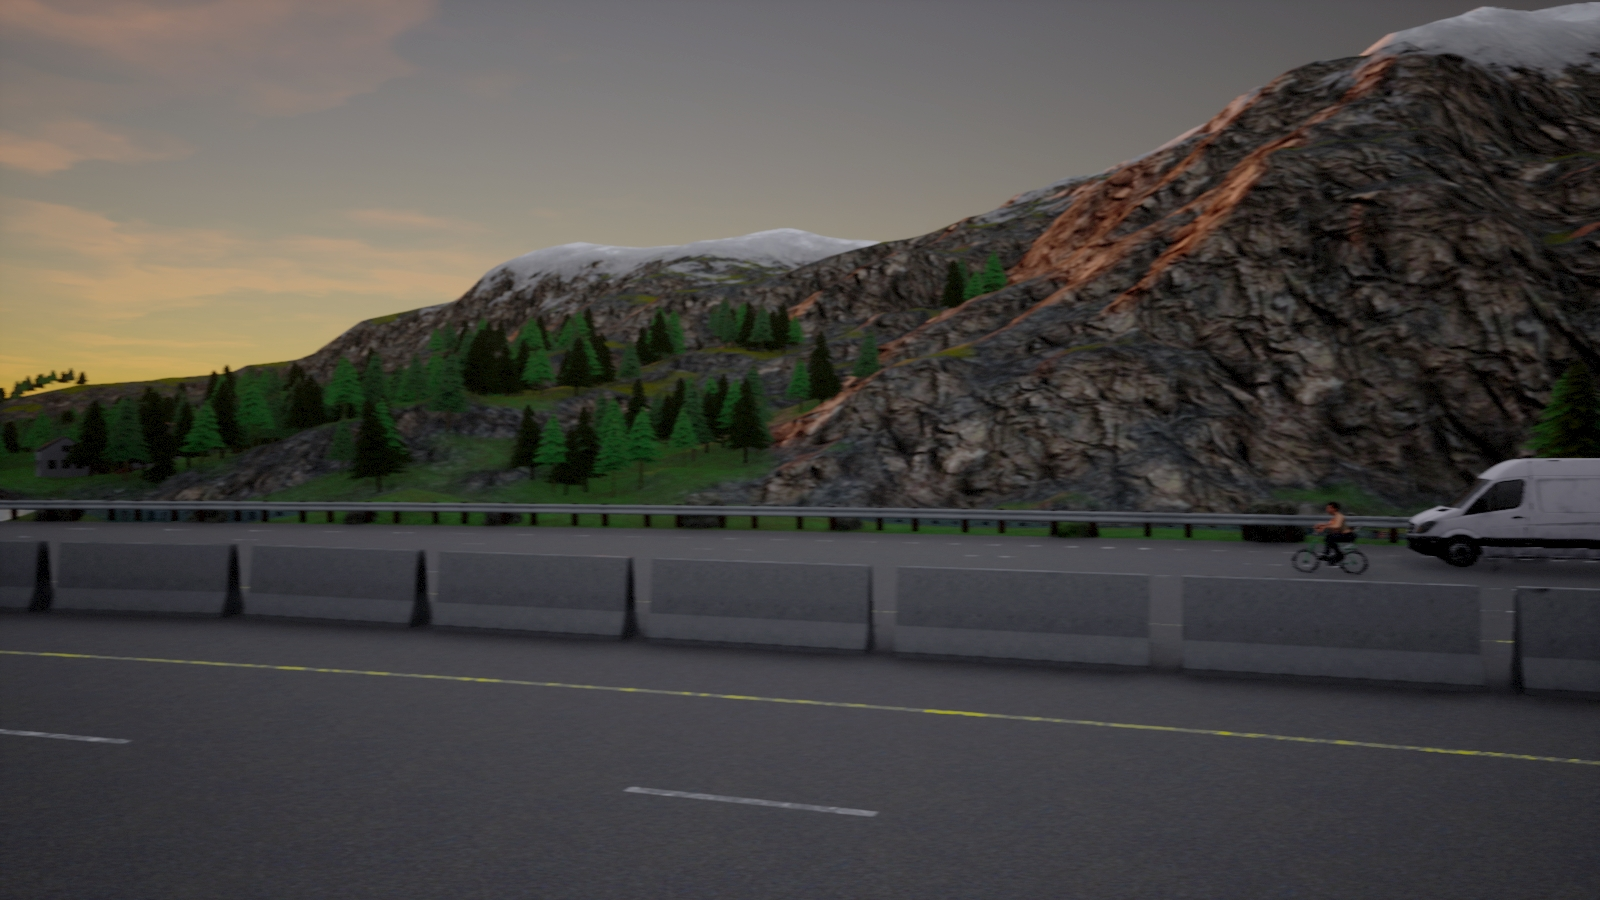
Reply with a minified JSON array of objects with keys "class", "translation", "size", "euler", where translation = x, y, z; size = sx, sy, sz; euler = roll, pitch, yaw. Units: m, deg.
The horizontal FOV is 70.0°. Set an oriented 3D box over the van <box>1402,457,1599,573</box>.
[{"class":"van","translation":[17.473,1.466,26.641],"size":[5.915,2.561,1.988],"euler":[0,0,22]}]
